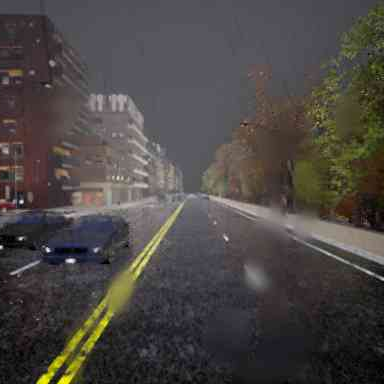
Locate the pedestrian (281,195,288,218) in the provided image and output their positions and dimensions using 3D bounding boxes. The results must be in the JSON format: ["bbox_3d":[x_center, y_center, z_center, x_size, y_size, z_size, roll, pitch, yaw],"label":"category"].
[{"bbox_3d":[6.953,1.060,25.102,0.375,1.860,0.375,0,0,0],"label":"pedestrian"}]

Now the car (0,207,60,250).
[{"bbox_3d":[-6.582,1.502,14.049,2.033,1.411,5.357,0,0,0],"label":"car"}]

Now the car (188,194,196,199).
[{"bbox_3d":[-0.004,1.236,90.677,1.895,1.301,4.718,0,0,0],"label":"car"}]

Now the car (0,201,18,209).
[{"bbox_3d":[-22.851,1.700,39.060,4.507,1.381,1.887,-1,1,0],"label":"car"}]

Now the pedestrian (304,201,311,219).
[{"bbox_3d":[8.476,1.342,24.503,0.375,1.300,0.375,0,0,0],"label":"pedestrian"}]

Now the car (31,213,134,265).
[{"bbox_3d":[-3.340,1.509,11.812,2.033,1.411,5.357,0,0,0],"label":"car"}]

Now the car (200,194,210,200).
[{"bbox_3d":[3.247,1.344,80.678,1.895,1.301,4.718,0,0,0],"label":"car"}]

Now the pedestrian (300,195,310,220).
[{"bbox_3d":[8.047,1.063,23.902,0.375,1.860,0.375,0,0,0],"label":"pedestrian"}]

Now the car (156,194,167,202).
[{"bbox_3d":[-6.503,1.135,71.998,2.097,1.767,4.553,0,0,0],"label":"car"}]

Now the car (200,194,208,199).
[{"bbox_3d":[3.247,1.181,90.647,2.033,1.411,5.357,0,0,0],"label":"car"}]

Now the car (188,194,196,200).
[{"bbox_3d":[-0.003,1.344,80.678,1.895,1.301,4.718,0,0,0],"label":"car"}]

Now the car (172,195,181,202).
[{"bbox_3d":[-3.253,1.305,71.969,2.128,1.511,4.902,0,0,0],"label":"car"}]
